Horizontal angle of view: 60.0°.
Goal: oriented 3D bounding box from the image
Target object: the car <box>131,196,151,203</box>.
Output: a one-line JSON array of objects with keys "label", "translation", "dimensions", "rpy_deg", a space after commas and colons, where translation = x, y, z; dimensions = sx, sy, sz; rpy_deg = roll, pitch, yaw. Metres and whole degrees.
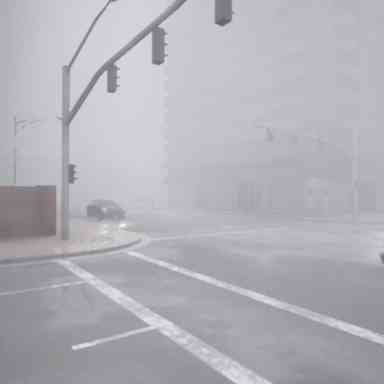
[{"label": "car", "translation": [-11.428, 1.701, 73.920], "dimensions": [4.902, 1.511, 2.128], "rpy_deg": [0, 0, -36]}]

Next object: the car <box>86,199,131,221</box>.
[{"label": "car", "translation": [-7.389, 1.419, 28.362], "dimensions": [2.097, 1.767, 4.553], "rpy_deg": [0, 0, -36]}]

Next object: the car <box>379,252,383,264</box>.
[{"label": "car", "translation": [7.478, 1.619, 7.768], "dimensions": [2.033, 1.411, 5.357], "rpy_deg": [0, 0, -36]}]
